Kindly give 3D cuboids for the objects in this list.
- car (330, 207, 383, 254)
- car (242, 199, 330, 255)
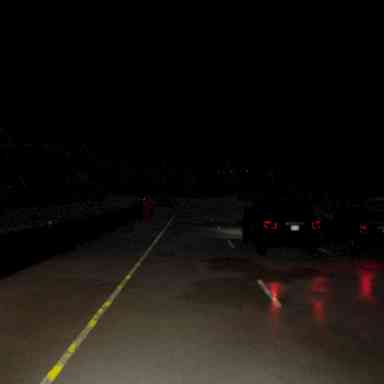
[{"bbox_3d":[7.012,1.444,14.065,2.097,1.767,4.553,0,0,0],"label":"car"},{"bbox_3d":[3.510,1.310,14.003,2.150,2.045,5.566,0,0,0],"label":"car"}]
